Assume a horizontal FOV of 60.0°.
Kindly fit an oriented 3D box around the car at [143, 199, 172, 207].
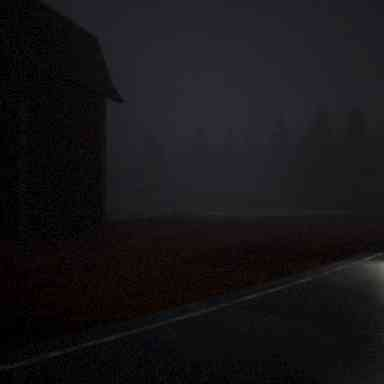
[{"bbox_3d":[-5.601,1.727,53.365,4.718,1.301,1.895,0,0,28],"label":"car"}]
